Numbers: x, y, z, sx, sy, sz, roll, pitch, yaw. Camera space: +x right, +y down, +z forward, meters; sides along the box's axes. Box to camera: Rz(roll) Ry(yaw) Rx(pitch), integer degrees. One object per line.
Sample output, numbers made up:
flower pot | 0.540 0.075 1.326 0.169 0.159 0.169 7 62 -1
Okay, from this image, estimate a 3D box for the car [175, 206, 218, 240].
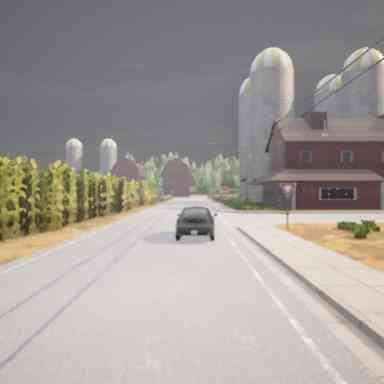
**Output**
car | 0.237 1.484 16.804 1.837 1.490 4.892 0 0 3
